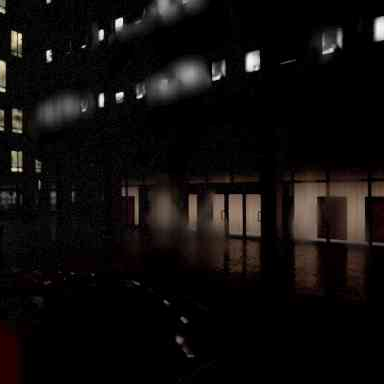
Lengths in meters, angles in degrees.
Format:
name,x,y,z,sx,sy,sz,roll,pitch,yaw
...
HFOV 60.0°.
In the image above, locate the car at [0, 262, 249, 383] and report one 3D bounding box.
name,x,y,z,sx,sy,sz,roll,pitch,yaw
car,-1.546,1.544,4.001,4.507,1.381,1.887,0,0,36
